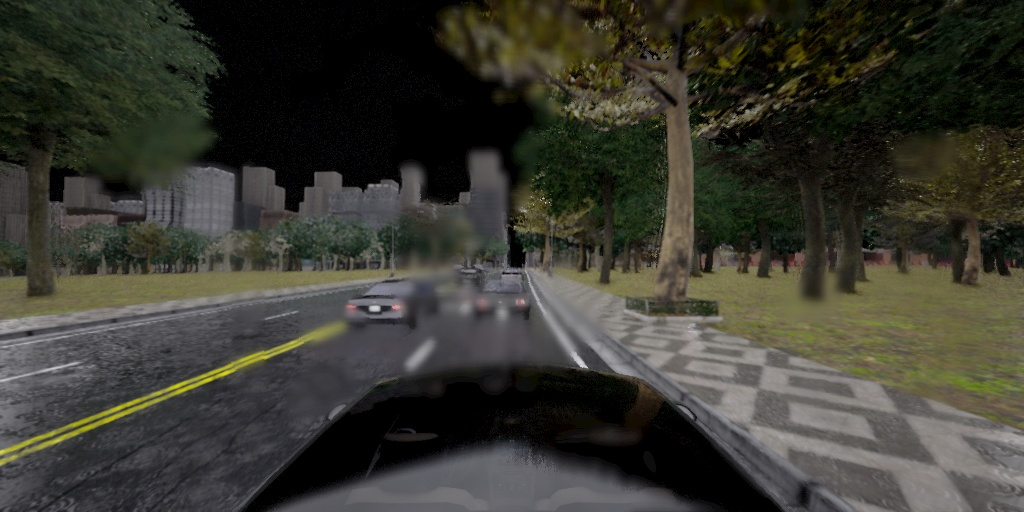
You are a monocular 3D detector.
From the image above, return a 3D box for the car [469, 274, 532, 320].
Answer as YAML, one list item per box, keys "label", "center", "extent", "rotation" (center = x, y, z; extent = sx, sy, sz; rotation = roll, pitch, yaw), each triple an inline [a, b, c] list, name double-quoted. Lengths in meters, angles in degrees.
- label: "car"
  center: [-0.261, 1.528, 13.395]
  extent: [1.895, 1.301, 4.718]
  rotation: [0, -1, 1]

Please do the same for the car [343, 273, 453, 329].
- label: "car"
  center: [-3.537, 1.451, 11.809]
  extent: [2.033, 1.411, 5.357]
  rotation: [0, -1, 1]

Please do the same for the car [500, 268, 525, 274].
- label: "car"
  center: [0.029, 1.683, 28.863]
  extent: [2.128, 1.511, 4.902]
  rotation: [0, -1, 2]

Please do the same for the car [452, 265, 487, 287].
- label: "car"
  center: [-3.220, 1.701, 28.971]
  extent: [1.837, 1.490, 4.892]
  rotation: [0, -1, 2]
